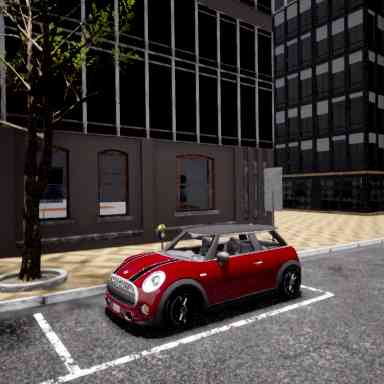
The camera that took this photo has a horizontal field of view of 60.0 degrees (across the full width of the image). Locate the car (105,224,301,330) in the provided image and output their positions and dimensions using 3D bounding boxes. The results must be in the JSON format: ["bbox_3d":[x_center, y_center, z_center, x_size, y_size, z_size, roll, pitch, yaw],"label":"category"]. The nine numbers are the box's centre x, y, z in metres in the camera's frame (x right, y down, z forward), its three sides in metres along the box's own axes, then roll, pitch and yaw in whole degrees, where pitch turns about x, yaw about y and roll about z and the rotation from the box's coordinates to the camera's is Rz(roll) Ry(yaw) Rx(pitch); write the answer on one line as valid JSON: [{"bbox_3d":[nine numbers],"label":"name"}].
[{"bbox_3d":[0.334,1.439,6.813,4.097,1.590,1.967,0,-1,-35],"label":"car"}]
